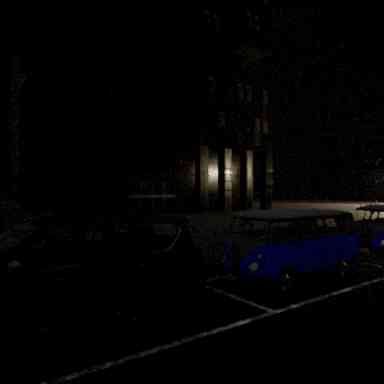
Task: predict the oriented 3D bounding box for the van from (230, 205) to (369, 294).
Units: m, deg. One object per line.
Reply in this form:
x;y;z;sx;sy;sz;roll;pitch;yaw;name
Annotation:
2.563;1.334;8.476;3.998;1.788;1.690;0;0;-35;van

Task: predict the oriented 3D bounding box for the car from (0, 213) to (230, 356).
-2.061;1.314;5.180;5.009;1.841;2.192;0;0;-35;car

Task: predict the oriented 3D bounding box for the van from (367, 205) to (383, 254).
7.186;1.329;11.771;3.998;1.788;1.690;0;0;-35;van
